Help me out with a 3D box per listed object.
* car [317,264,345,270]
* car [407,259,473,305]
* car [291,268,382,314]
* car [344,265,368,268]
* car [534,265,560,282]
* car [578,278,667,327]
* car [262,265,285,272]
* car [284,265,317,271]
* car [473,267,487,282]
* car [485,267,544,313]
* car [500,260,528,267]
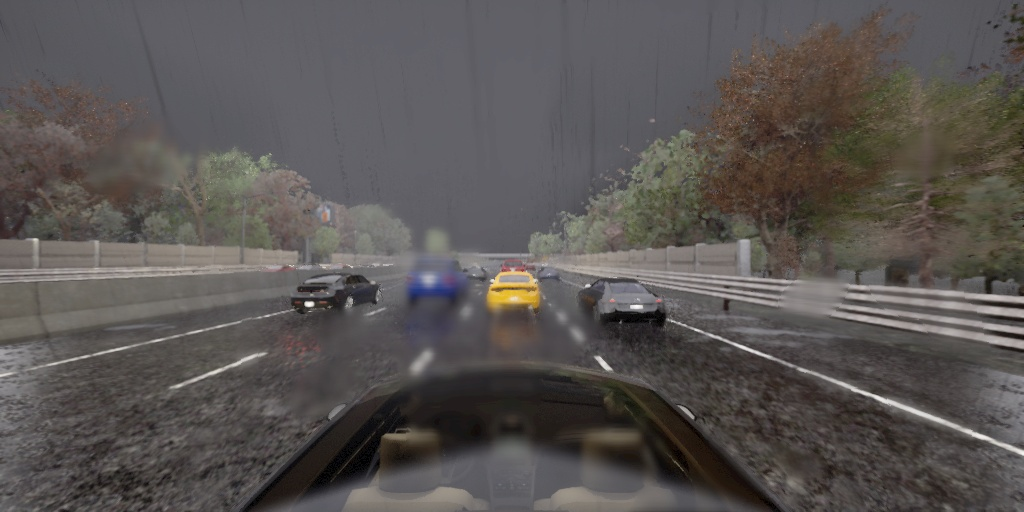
[{"bbox_3d":[-21.094,1.780,43.501,1.882,1.535,5.008,0,-1,0],"label":"car"},{"bbox_3d":[-3.404,1.175,17.393,2.150,2.045,5.566,0,-1,0],"label":"car"},{"bbox_3d":[-6.902,1.422,14.637,1.837,1.490,4.892,0,-1,0],"label":"car"},{"bbox_3d":[-17.599,1.891,42.615,1.895,1.301,4.718,0,-1,0],"label":"car"},{"bbox_3d":[3.491,1.738,34.784,1.994,1.385,4.181,0,-1,0],"label":"car"},{"bbox_3d":[3.513,1.437,12.138,1.994,1.385,4.181,0,-1,0],"label":"car"},{"bbox_3d":[-28.091,1.825,43.317,1.812,1.442,4.674,0,-1,0],"label":"car"},{"bbox_3d":[-24.596,1.849,43.425,2.033,1.411,5.357,0,-1,0],"label":"car"},{"bbox_3d":[-3.406,1.754,35.134,1.994,1.385,4.181,0,-1,0],"label":"car"},{"bbox_3d":[0.099,1.400,15.025,1.882,1.535,5.008,0,-1,0],"label":"car"},{"bbox_3d":[0.091,1.395,33.924,2.150,2.045,5.566,0,-1,0],"label":"car"}]
